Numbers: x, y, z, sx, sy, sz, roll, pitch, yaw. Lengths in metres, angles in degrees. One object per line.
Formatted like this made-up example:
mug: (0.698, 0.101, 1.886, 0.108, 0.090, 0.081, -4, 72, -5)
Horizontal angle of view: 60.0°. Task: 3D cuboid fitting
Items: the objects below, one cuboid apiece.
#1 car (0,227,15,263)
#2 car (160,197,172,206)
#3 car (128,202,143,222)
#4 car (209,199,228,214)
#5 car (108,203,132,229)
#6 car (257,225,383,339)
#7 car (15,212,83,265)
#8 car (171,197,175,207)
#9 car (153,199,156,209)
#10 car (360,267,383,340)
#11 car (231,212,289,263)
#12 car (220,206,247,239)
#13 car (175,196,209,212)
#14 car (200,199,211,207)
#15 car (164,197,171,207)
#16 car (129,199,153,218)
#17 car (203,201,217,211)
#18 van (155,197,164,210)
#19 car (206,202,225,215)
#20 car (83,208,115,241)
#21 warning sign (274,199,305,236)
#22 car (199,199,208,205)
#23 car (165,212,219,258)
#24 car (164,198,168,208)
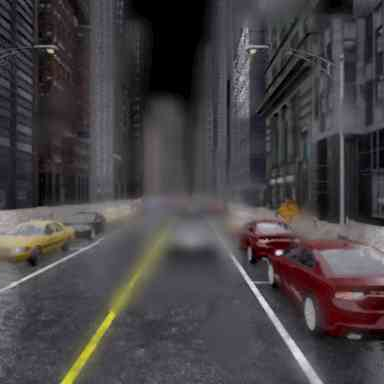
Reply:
car: (-5.767, 1.637, 6.703, 1.947, 1.339, 4.313, 0, -1, 0)
car: (-5.788, 2.134, 74.390, 2.192, 1.841, 5.009, 0, -1, 0)
car: (-5.774, 1.835, 29.095, 1.752, 1.417, 4.829, 0, -1, 0)
car: (2.749, 1.687, 34.918, 2.192, 1.841, 5.009, 0, -1, 0)
car: (-5.772, 1.774, 23.455, 1.752, 1.417, 4.829, 0, -1, 0)
car: (2.758, 1.616, 6.714, 1.887, 1.381, 4.507, 0, -1, 0)
car: (-5.769, 1.654, 12.174, 1.752, 1.417, 4.829, 0, -1, 0)
car: (-3.039, 1.926, 64.529, 2.150, 2.045, 5.566, 0, -1, 1)
car: (-5.777, 1.958, 40.376, 1.752, 1.417, 4.829, 0, -1, 0)
car: (2.760, 1.540, 1.244, 1.752, 1.417, 4.829, 0, -1, 0)
car: (2.756, 1.675, 12.354, 1.887, 1.381, 4.507, 0, -1, 0)
car: (2.755, 1.718, 18.165, 1.752, 1.417, 4.829, 0, -1, 0)
car: (0.000, 1.518, 27.557, 2.150, 2.045, 5.566, 0, 0, 0)
car: (2.739, 2.194, 68.756, 1.967, 1.590, 4.097, 0, -1, 0)
car: (-5.785, 2.003, 63.110, 2.192, 1.841, 5.009, 0, -1, 0)
car: (-5.776, 1.687, 34.908, 2.192, 1.841, 5.009, 0, -1, 0)
car: (2.745, 2.111, 51.835, 2.008, 1.369, 4.403, 0, -1, 0)
van: (-5.781, 1.901, 51.829, 1.690, 1.788, 3.998, 0, -1, 0)
car: (2.748, 1.985, 40.555, 2.008, 1.369, 4.403, 0, -1, 0)
car: (-5.770, 1.756, 17.984, 1.947, 1.339, 4.313, 0, -1, 0)
warning sign: (5.065, 1.300, 17.426, 1.300, 1.860, 1.060, 0, 0, 0)
car: (2.737, 2.450, 80.035, 1.947, 1.339, 4.313, 0, -1, 0)
car: (0.013, 1.707, 13.471, 1.994, 1.385, 4.181, 0, -1, 0)
car: (-5.782, 2.175, 57.467, 2.008, 1.369, 4.403, 0, -1, 0)
